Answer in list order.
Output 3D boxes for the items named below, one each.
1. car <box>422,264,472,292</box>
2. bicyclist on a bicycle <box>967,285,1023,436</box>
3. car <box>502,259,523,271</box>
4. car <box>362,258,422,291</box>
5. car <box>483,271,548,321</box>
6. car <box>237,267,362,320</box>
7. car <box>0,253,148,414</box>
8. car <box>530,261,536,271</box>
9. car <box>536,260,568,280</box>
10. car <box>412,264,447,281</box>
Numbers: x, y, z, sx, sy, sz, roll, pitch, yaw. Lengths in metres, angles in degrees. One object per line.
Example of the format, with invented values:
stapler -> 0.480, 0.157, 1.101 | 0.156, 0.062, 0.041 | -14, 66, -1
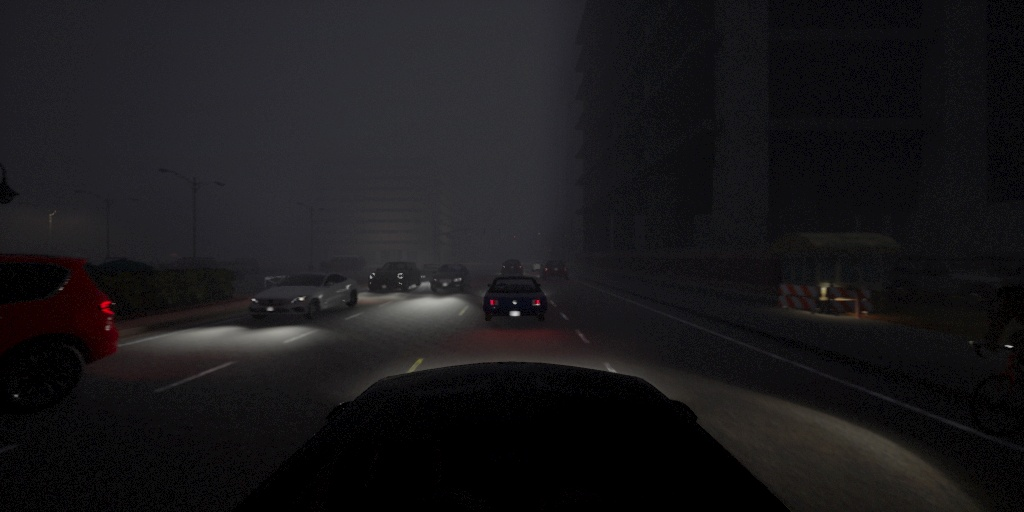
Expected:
car -> -3.534, 1.249, 21.406 | 2.128, 1.511, 4.902 | 0, 0, 0
bicyclist on a bicycle -> 5.782, 1.113, 3.944 | 1.656, 1.620, 0.582 | -9, 0, 0
car -> 0.030, 1.109, 36.532 | 2.097, 1.767, 4.553 | 0, 0, 0
car -> -7.031, 1.109, 21.954 | 2.097, 1.767, 4.553 | 0, 0, 0
car -> 0.085, 1.353, 12.441 | 1.895, 1.301, 4.718 | 0, 0, 0
car -> -7.110, 1.282, 12.867 | 1.812, 1.442, 4.674 | 0, 0, 0
car -> -7.101, 0.976, 3.107 | 2.150, 2.045, 5.566 | 0, 0, 0
car -> 3.520, 1.284, 46.591 | 1.812, 1.442, 4.674 | 0, 0, 0
car -> 3.557, 1.106, 31.122 | 2.097, 1.767, 4.553 | 0, 0, 0
car -> -7.064, 1.361, 31.071 | 1.895, 1.301, 4.718 | 0, 0, 0
